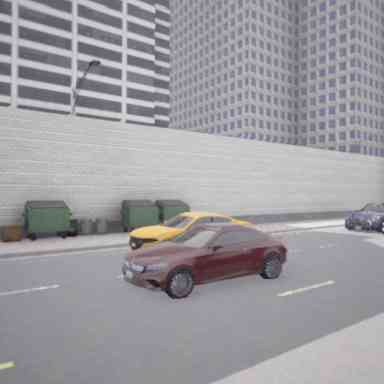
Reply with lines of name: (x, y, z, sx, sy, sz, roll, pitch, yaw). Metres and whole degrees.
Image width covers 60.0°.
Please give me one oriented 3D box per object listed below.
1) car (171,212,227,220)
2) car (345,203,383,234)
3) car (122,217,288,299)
car: (0.088, 1.530, 12.595, 5.008, 1.535, 1.882, 1, 0, -35)
car: (11.488, 1.507, 20.591, 4.553, 1.767, 2.097, 0, 0, -35)
car: (0.535, 1.565, 8.632, 4.674, 1.442, 1.812, 0, 0, -35)
